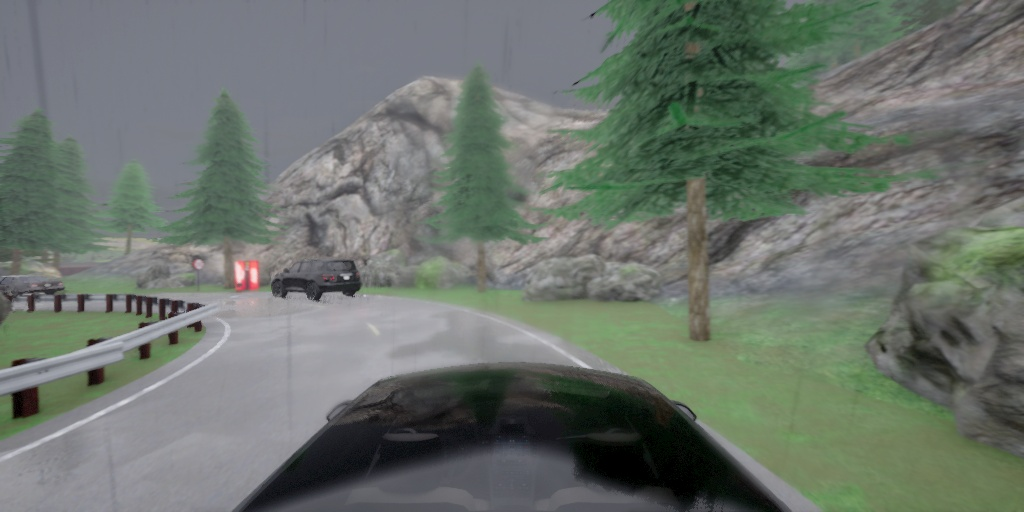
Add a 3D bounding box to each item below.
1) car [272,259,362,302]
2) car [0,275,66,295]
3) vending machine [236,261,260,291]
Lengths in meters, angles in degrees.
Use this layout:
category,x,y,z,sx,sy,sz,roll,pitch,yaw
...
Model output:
category,x,y,z,sx,sy,sz,roll,pitch,yaw
car,-10.340,1.190,18.923,5.566,2.045,2.150,-1,0,32
car,-32.743,1.993,23.765,5.357,1.411,2.033,-1,0,9
vending machine,-18.415,1.334,25.019,0.880,2.100,1.100,0,0,9
